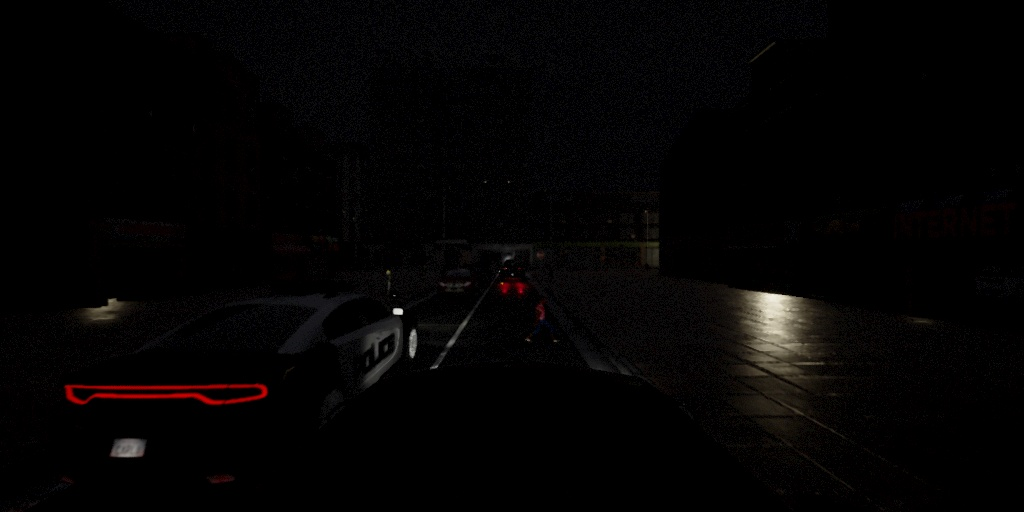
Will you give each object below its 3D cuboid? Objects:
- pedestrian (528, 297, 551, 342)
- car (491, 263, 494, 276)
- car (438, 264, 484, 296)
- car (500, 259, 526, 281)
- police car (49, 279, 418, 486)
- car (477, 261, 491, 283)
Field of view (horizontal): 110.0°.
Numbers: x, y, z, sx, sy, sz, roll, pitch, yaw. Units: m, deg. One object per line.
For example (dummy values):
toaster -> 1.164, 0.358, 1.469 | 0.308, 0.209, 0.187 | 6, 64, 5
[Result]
pedestrian -> 0.620, 1.010, 8.164 | 0.375, 1.860, 0.375 | 0, 0, 0
car -> -2.650, 1.142, 34.770 | 1.948, 1.339, 4.313 | 0, 0, 0
car -> -2.644, 1.244, 18.414 | 1.802, 1.307, 4.207 | 0, 0, 0
car -> 0.058, 1.104, 27.870 | 2.128, 1.511, 4.902 | 0, 0, 0
police car -> -2.751, 1.158, 5.158 | 1.930, 1.638, 5.238 | 0, 0, 0
car -> -2.646, 1.199, 23.866 | 1.948, 1.339, 4.313 | 0, 0, 0
